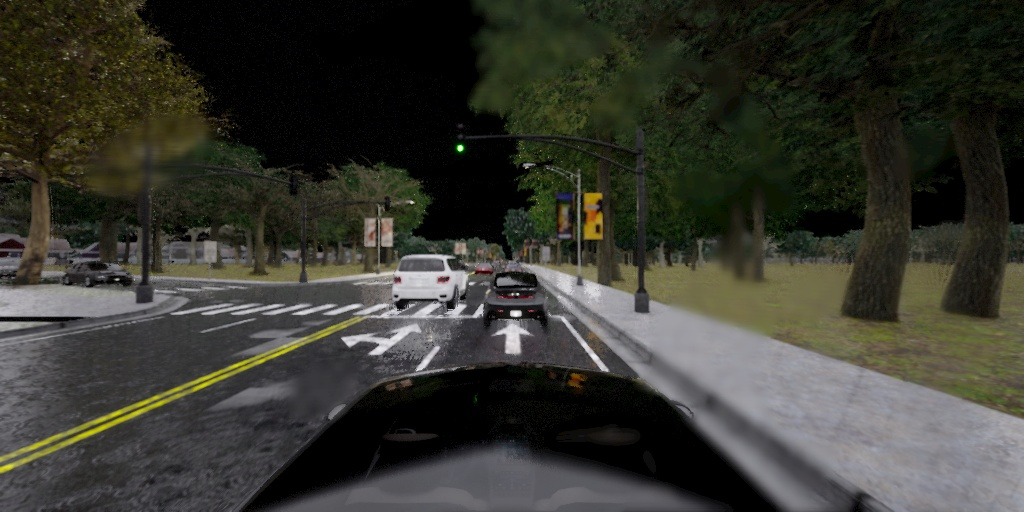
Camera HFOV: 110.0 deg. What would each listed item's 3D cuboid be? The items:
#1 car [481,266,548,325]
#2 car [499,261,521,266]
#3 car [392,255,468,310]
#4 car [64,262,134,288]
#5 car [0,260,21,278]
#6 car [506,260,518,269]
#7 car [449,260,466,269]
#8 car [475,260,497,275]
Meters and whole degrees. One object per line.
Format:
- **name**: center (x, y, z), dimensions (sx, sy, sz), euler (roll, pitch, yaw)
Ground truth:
- **car**: center (0.102, 1.253, 11.764), dimensions (1.837, 1.490, 4.892), euler (0, 0, 0)
- **car**: center (0.108, 1.352, 34.167), dimensions (2.033, 1.411, 5.357), euler (0, 0, 0)
- **car**: center (-3.146, 0.973, 14.805), dimensions (2.150, 2.045, 5.566), euler (0, 0, 0)
- **car**: center (-26.047, 1.133, 22.608), dimensions (4.892, 1.490, 1.837), euler (1, -1, 23)
- **car**: center (-39.925, 1.078, 28.568), dimensions (4.892, 1.490, 1.837), euler (0, -1, 23)
- **car**: center (0.015, 1.509, 63.897), dimensions (2.033, 1.411, 5.357), euler (0, 0, 0)
- **car**: center (-9.754, 1.513, 64.573), dimensions (2.033, 1.411, 5.357), euler (0, 0, 1)
- **car**: center (-3.141, 1.400, 41.596), dimensions (1.994, 1.385, 4.181), euler (0, 0, 0)
